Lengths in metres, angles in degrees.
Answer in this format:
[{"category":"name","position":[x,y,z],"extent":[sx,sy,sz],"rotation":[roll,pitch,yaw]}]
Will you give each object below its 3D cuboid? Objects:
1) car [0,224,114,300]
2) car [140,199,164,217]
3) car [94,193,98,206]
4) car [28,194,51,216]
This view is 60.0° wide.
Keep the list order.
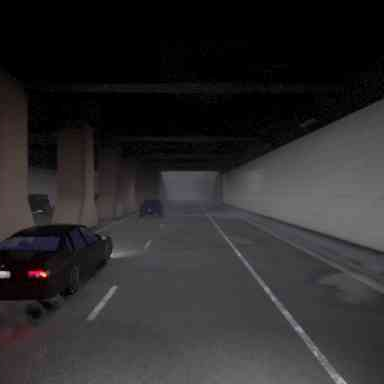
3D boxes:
[{"category":"car","position":[-3.467,1.539,8.545],"extent":[2.033,1.411,5.357],"rotation":[0,0,-1]},{"category":"car","position":[-3.662,1.418,31.058],"extent":[1.882,1.535,5.008],"rotation":[0,0,-1]},{"category":"car","position":[-10.902,1.178,35.987],"extent":[2.150,2.045,5.566],"rotation":[0,0,0]},{"category":"car","position":[-14.343,1.203,29.057],"extent":[2.150,2.045,5.566],"rotation":[0,0,0]}]
